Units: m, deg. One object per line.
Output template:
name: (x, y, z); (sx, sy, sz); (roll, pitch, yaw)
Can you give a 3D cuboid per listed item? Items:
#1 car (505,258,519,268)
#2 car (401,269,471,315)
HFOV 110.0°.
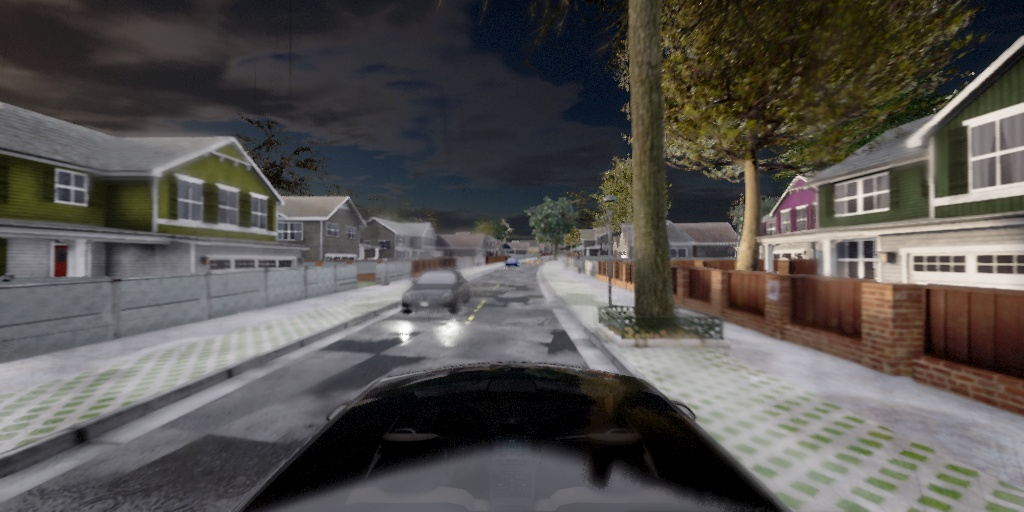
car: (0.008, 1.012, 55.713); (1.882, 1.535, 5.008); (0, 1, 6)
car: (-2.702, 1.252, 13.659); (1.812, 1.442, 4.674); (0, 0, 1)
